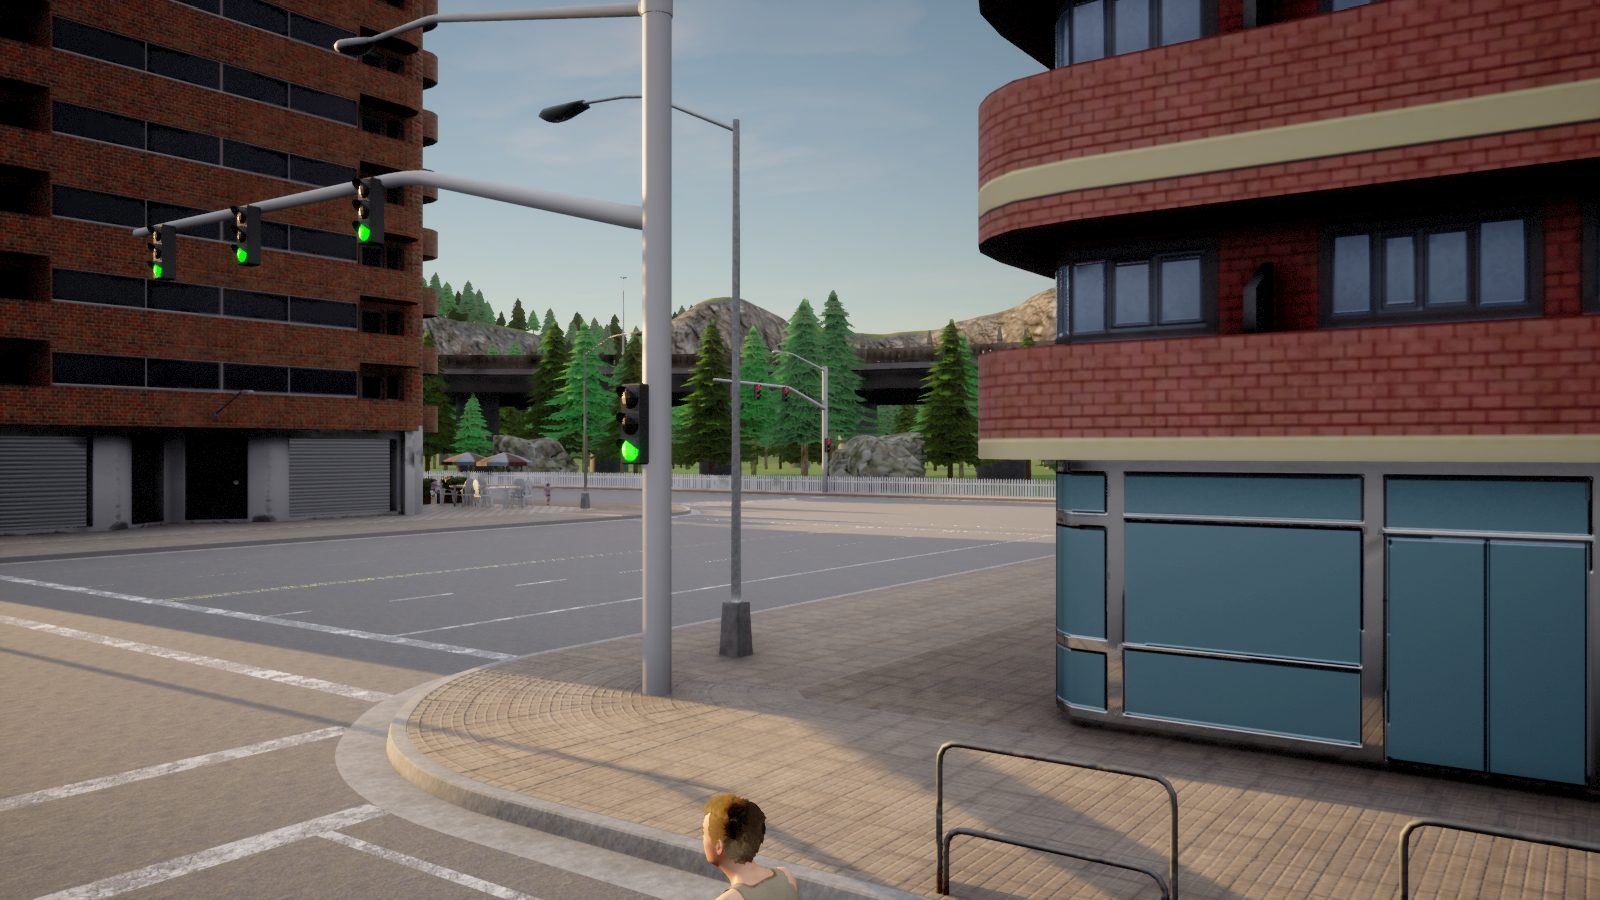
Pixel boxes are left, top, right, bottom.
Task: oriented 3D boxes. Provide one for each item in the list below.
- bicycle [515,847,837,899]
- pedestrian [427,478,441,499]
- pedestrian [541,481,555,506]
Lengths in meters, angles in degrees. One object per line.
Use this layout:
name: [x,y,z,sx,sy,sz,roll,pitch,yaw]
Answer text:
bicycle: [-0.301,2.233,4.022,1.487,1.126,0.859,0,0,35]
pedestrian: [-19.344,2.019,60.350,0.500,1.100,0.500,0,0,25]
pedestrian: [-11.679,2.020,52.954,0.500,1.100,0.500,0,0,-33]
